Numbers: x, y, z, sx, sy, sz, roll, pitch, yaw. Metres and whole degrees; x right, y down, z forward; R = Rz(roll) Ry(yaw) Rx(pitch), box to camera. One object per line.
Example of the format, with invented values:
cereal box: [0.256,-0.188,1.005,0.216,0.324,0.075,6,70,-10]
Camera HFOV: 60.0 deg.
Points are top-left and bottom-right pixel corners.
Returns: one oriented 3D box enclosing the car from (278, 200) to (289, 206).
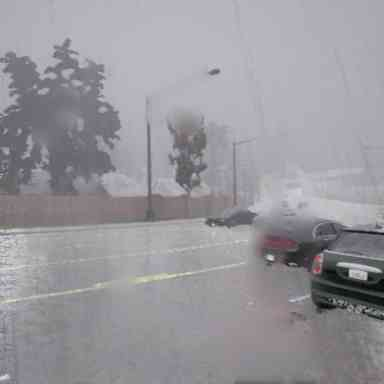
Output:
car: [17.494,2.387,63.658,2.097,1.767,4.553,-1,-1,14]

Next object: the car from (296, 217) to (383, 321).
car: [4.478,1.415,6.846,4.553,1.767,2.097,0,-1,-37]

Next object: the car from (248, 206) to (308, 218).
car: [6.078,1.898,23.085,1.895,1.301,4.718,-1,-1,39]

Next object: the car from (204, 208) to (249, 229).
car: [3.171,1.889,24.962,2.033,1.411,5.357,-1,-1,40]

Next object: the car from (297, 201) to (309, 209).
car: [20.722,2.439,62.113,1.882,1.535,5.008,-1,-1,14]

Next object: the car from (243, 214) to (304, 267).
car: [4.099,1.622,10.977,4.892,1.490,1.837,0,0,-39]
